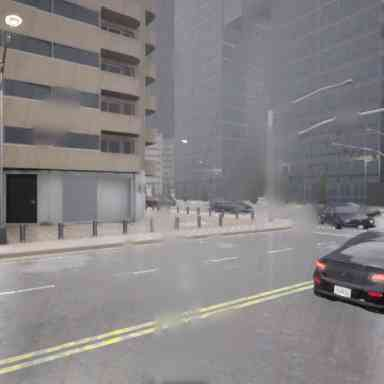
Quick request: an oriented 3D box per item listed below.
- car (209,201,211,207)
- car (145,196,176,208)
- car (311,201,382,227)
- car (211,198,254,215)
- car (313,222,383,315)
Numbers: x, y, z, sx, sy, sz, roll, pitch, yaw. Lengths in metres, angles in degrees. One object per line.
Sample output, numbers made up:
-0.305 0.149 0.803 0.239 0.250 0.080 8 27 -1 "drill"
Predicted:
4.027 1.437 39.550 2.128 1.511 4.902 0 0 -35 "car"
-4.641 1.422 45.764 1.882 1.535 5.008 0 0 -35 "car"
9.440 1.526 20.953 2.033 1.411 5.357 0 0 3 "car"
4.212 1.509 33.291 1.994 1.385 4.181 0 0 -36 "car"
4.440 1.526 6.982 4.674 1.442 1.812 0 0 -35 "car"
